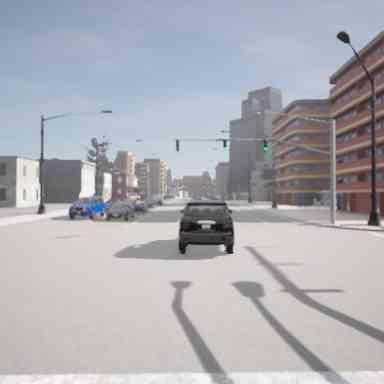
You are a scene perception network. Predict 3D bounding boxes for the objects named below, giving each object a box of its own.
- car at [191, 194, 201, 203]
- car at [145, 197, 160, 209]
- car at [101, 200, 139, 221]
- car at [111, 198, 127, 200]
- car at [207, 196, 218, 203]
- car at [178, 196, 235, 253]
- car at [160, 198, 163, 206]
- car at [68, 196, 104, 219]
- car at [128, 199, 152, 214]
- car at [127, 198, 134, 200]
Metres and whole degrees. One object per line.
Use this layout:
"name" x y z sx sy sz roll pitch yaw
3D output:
"car" 0.829 1.388 71.264 2.097 1.767 4.553 0 0 0
"car" -6.270 1.659 48.543 1.837 1.490 4.892 0 0 0
"car" -6.361 1.734 29.981 1.837 1.490 4.892 0 0 0
"car" -9.823 1.703 41.409 1.837 1.490 4.892 0 0 0
"car" 4.329 1.572 71.266 2.033 1.411 5.357 0 0 0
"car" 0.625 1.361 14.609 2.150 2.045 5.566 0 0 2
"car" -6.199 1.618 58.707 1.812 1.442 4.674 0 0 0
"car" -9.852 1.453 31.744 2.150 2.045 5.566 0 0 1
"car" -6.330 1.809 39.242 1.895 1.301 4.718 0 0 0
"car" -9.726 1.682 51.894 2.033 1.411 5.357 0 0 1
